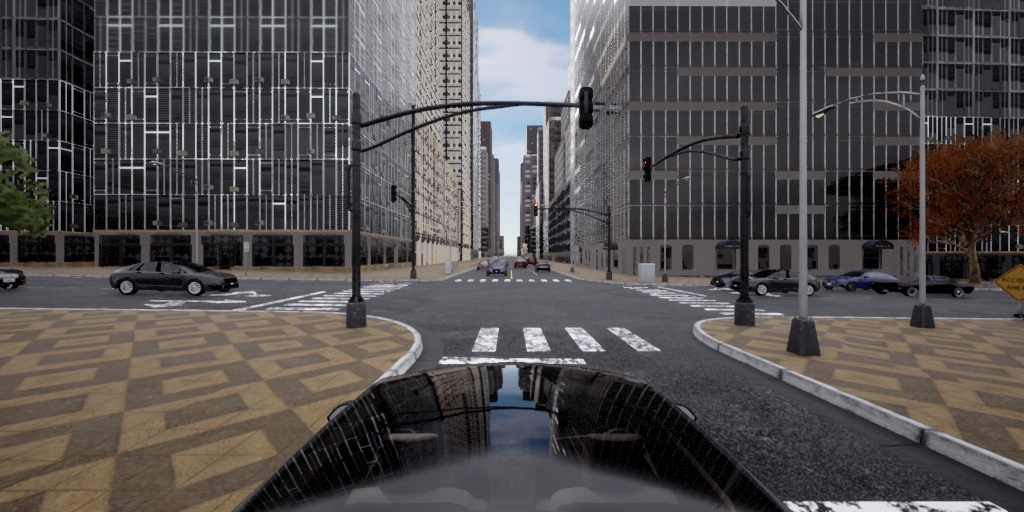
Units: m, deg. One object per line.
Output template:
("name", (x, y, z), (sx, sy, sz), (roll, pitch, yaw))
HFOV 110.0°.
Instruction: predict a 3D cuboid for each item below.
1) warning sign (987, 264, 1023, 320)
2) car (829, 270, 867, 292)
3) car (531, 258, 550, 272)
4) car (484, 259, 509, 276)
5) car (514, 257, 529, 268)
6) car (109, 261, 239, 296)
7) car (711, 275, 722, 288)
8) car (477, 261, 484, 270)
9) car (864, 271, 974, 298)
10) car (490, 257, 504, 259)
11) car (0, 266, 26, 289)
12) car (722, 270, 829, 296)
("warning sign", (17.268, 1.204, 12.189), (1.060, 1.860, 1.300), (0, 0, -3))
("car", (24.556, 1.740, 25.245), (4.674, 1.442, 1.812), (1, 0, -3))
("car", (3.898, 1.327, 45.983), (1.948, 1.339, 4.313), (0, 0, 0))
("car", (-1.520, 1.329, 37.047), (1.994, 1.385, 4.181), (0, 0, 0))
("car", (1.316, 1.230, 59.365), (1.882, 1.535, 5.008), (0, 0, 0))
("car", (-15.516, 0.994, 16.653), (4.892, 1.490, 1.837), (1, 0, -3))
("car", (16.155, 1.628, 24.851), (4.181, 1.385, 1.994), (1, 0, -3))
("car", (-4.059, 1.340, 51.470), (1.802, 1.307, 4.207), (0, 0, 0))
("car", (25.028, 1.825, 22.017), (4.718, 1.301, 1.895), (1, 0, -3))
("car", (-1.560, 1.266, 45.880), (1.837, 1.490, 4.892), (0, 0, 0))
("car", (-25.298, 0.801, 16.197), (4.902, 1.511, 2.128), (1, 0, -3))
("car", (15.785, 1.563, 21.590), (4.892, 1.490, 1.837), (1, 0, -4))
